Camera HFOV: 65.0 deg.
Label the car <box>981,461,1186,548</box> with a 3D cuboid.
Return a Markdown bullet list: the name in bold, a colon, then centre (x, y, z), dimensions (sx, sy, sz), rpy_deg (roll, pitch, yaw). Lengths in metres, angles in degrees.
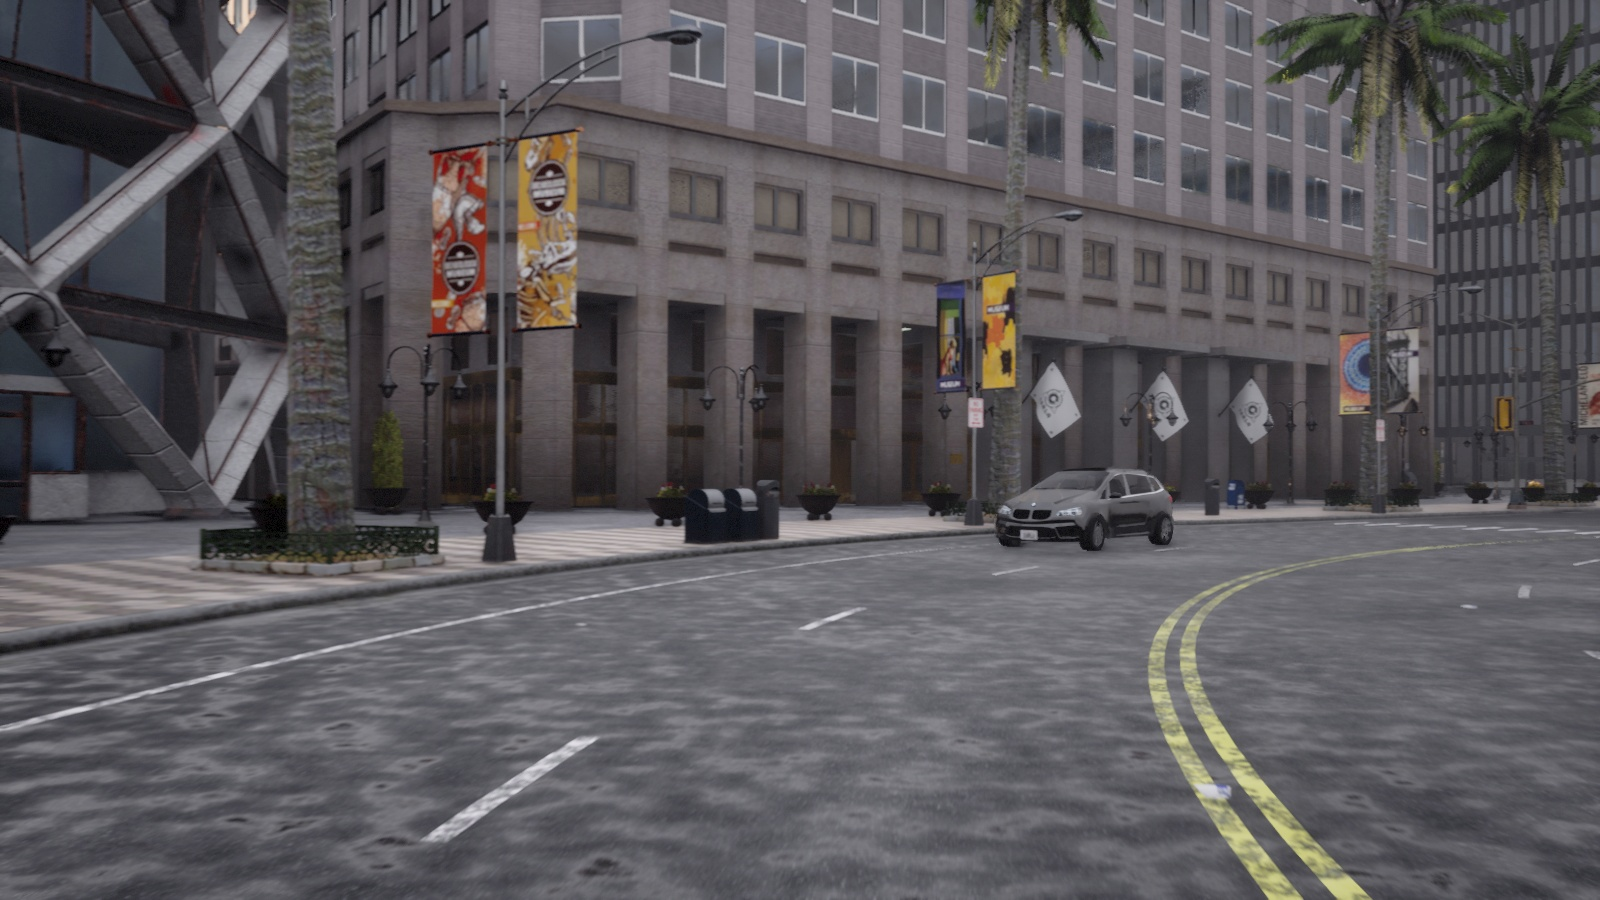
- **car**: centre (6.076, 1.085, 26.597), dimensions (2.242, 1.667, 4.611), rpy_deg (-1, -1, 42)
